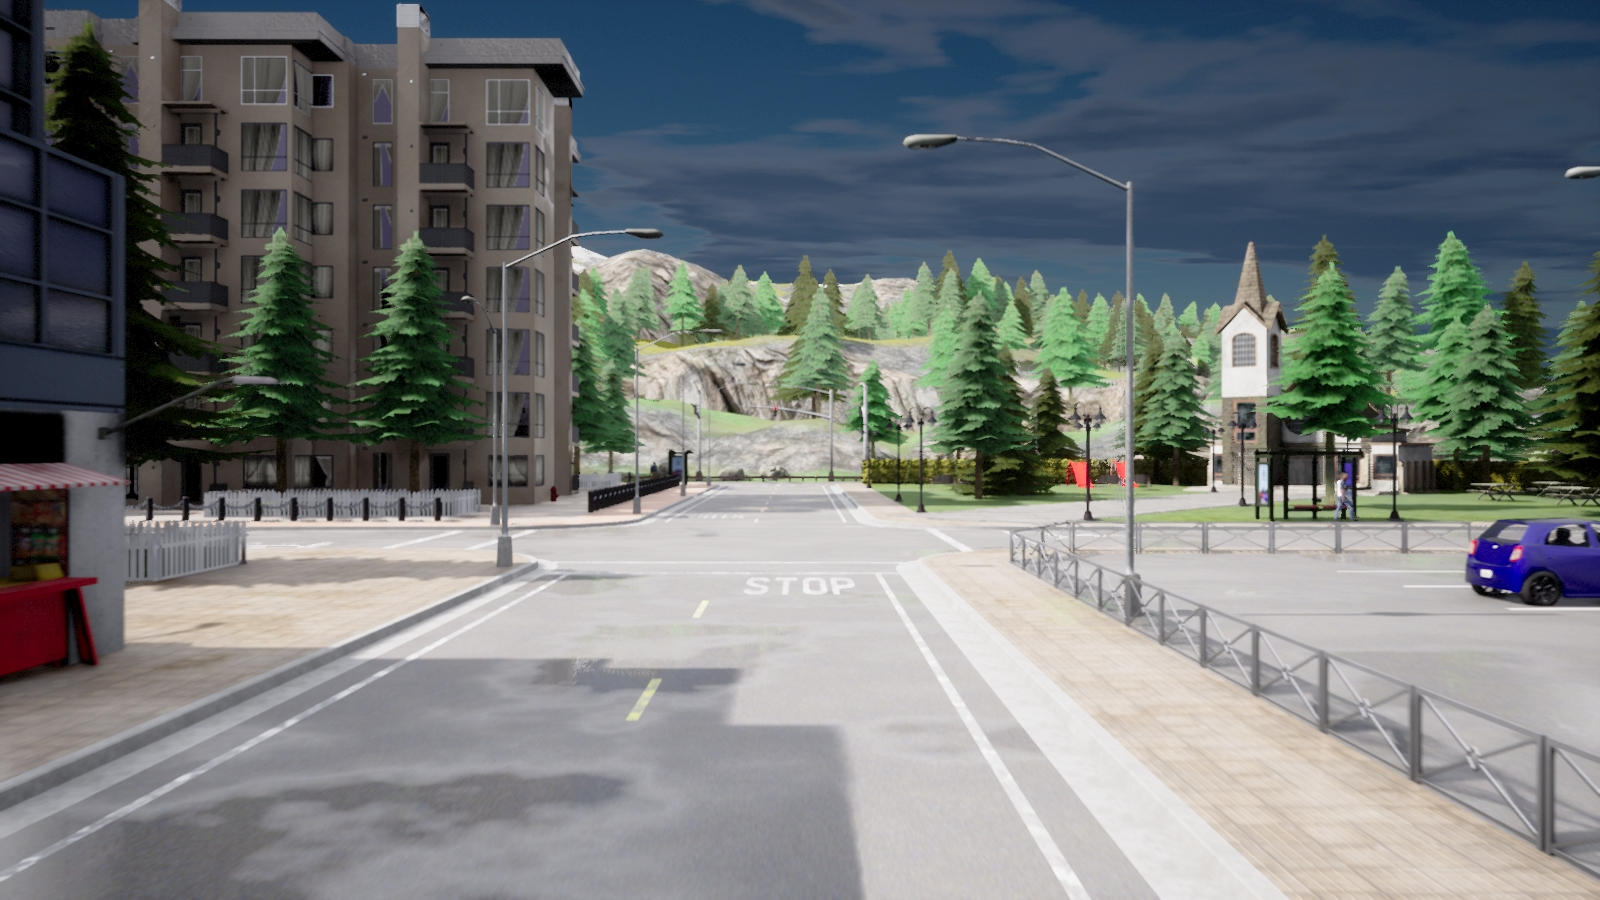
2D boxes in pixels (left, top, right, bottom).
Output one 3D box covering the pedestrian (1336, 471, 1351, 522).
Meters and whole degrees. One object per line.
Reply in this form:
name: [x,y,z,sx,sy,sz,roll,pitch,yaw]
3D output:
pedestrian: [19.812,1.693,41.643,0.375,1.860,0.375,0,0,2]
